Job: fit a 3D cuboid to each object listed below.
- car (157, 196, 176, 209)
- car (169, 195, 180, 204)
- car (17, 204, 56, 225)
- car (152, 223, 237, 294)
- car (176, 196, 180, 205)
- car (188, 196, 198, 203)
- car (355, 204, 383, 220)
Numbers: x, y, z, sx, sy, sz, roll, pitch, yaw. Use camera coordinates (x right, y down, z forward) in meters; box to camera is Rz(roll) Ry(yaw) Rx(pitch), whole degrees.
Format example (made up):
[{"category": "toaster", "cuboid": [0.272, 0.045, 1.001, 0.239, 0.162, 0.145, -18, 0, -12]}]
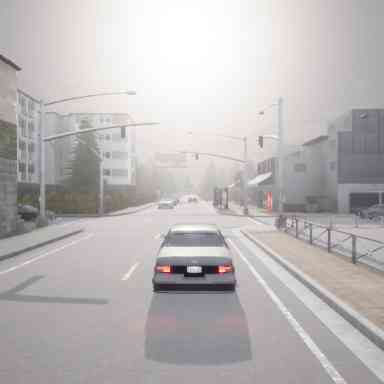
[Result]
[{"category": "car", "cuboid": [-3.561, 1.526, 45.849, 1.812, 1.442, 4.674, 0, 0, 0]}, {"category": "car", "cuboid": [-3.479, 1.478, 65.991, 1.882, 1.535, 5.008, 0, 0, 0]}, {"category": "car", "cuboid": [-12.971, 1.681, 25.455, 4.892, 1.490, 1.837, 0, 0, 1]}, {"category": "car", "cuboid": [0.067, 1.547, 8.944, 2.033, 1.411, 5.357, 0, 0, 1]}, {"category": "car", "cuboid": [-3.541, 1.505, 55.853, 1.837, 1.490, 4.892, 0, 0, 0]}, {"category": "car", "cuboid": [0.156, 1.525, 68.830, 1.812, 1.442, 4.674, 0, 0, 0]}, {"category": "car", "cuboid": [16.739, 1.740, 29.327, 4.181, 1.385, 1.994, 0, 0, 0]}]
